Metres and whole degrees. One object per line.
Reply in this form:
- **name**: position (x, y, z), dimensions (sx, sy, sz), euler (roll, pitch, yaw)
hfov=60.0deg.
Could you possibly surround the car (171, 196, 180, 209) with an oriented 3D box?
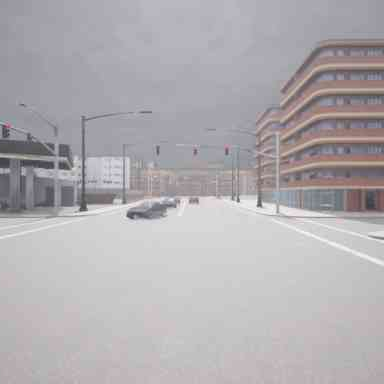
- **car**: position (-3.129, 1.548, 46.963), dimensions (2.033, 1.411, 5.357), euler (0, 0, 0)

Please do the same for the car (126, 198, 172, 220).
- **car**: position (-3.747, 1.547, 28.708), dimensions (2.033, 1.411, 5.357), euler (0, 0, 15)

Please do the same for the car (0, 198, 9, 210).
- **car**: position (-23.943, 1.456, 39.446), dimensions (3.806, 1.475, 1.970), euler (0, 0, 1)

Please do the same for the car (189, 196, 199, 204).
- **car**: position (0.346, 1.491, 63.754), dimensions (2.128, 1.511, 4.902), euler (0, 0, 0)
